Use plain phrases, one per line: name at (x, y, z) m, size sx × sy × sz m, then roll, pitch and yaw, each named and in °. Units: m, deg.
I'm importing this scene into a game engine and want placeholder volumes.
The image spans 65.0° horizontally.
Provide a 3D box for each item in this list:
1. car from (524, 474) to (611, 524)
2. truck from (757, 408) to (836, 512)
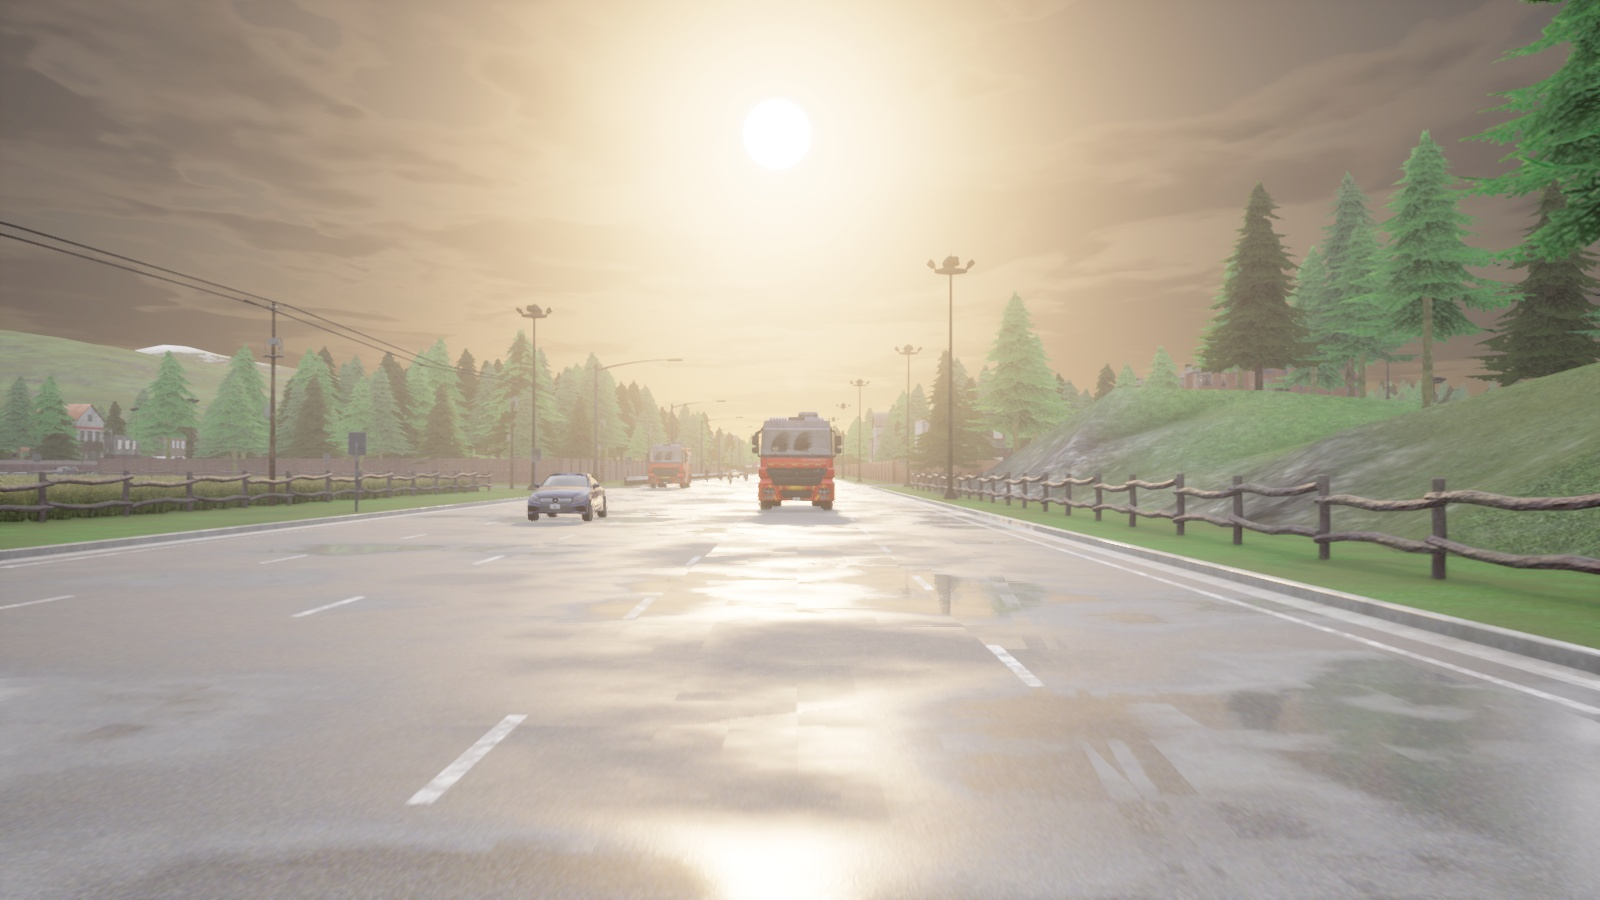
car at (-7.094, 1.468, 38.727) m, size 1.812 × 1.442 × 4.674 m, roll 0°, pitch -1°, yaw 0°
truck at (-0.127, 0.434, 50.566) m, size 2.891 × 3.827 × 8.468 m, roll 0°, pitch -1°, yaw 0°
